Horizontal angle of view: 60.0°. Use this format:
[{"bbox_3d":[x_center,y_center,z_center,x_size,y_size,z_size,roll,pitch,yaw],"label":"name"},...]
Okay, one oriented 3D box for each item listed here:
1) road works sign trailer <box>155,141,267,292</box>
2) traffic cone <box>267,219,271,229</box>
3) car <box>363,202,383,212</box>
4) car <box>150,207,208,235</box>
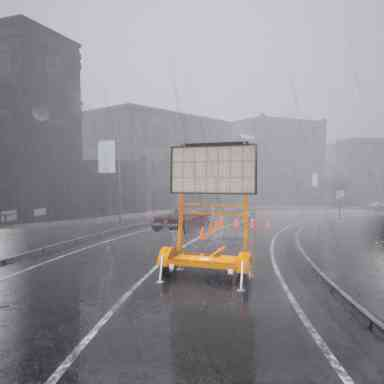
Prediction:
[{"bbox_3d":[0.607,0.457,9.147,2.380,3.560,2.880,1,0,18],"label":"road works sign trailer"},{"bbox_3d":[4.833,2.015,21.040,0.340,0.580,0.340,2,0,14],"label":"traffic cone"},{"bbox_3d":[27.912,2.169,49.994,4.674,1.442,1.812,2,3,-23],"label":"car"},{"bbox_3d":[-0.606,1.526,18.775,1.895,1.301,4.718,1,1,19],"label":"car"}]
